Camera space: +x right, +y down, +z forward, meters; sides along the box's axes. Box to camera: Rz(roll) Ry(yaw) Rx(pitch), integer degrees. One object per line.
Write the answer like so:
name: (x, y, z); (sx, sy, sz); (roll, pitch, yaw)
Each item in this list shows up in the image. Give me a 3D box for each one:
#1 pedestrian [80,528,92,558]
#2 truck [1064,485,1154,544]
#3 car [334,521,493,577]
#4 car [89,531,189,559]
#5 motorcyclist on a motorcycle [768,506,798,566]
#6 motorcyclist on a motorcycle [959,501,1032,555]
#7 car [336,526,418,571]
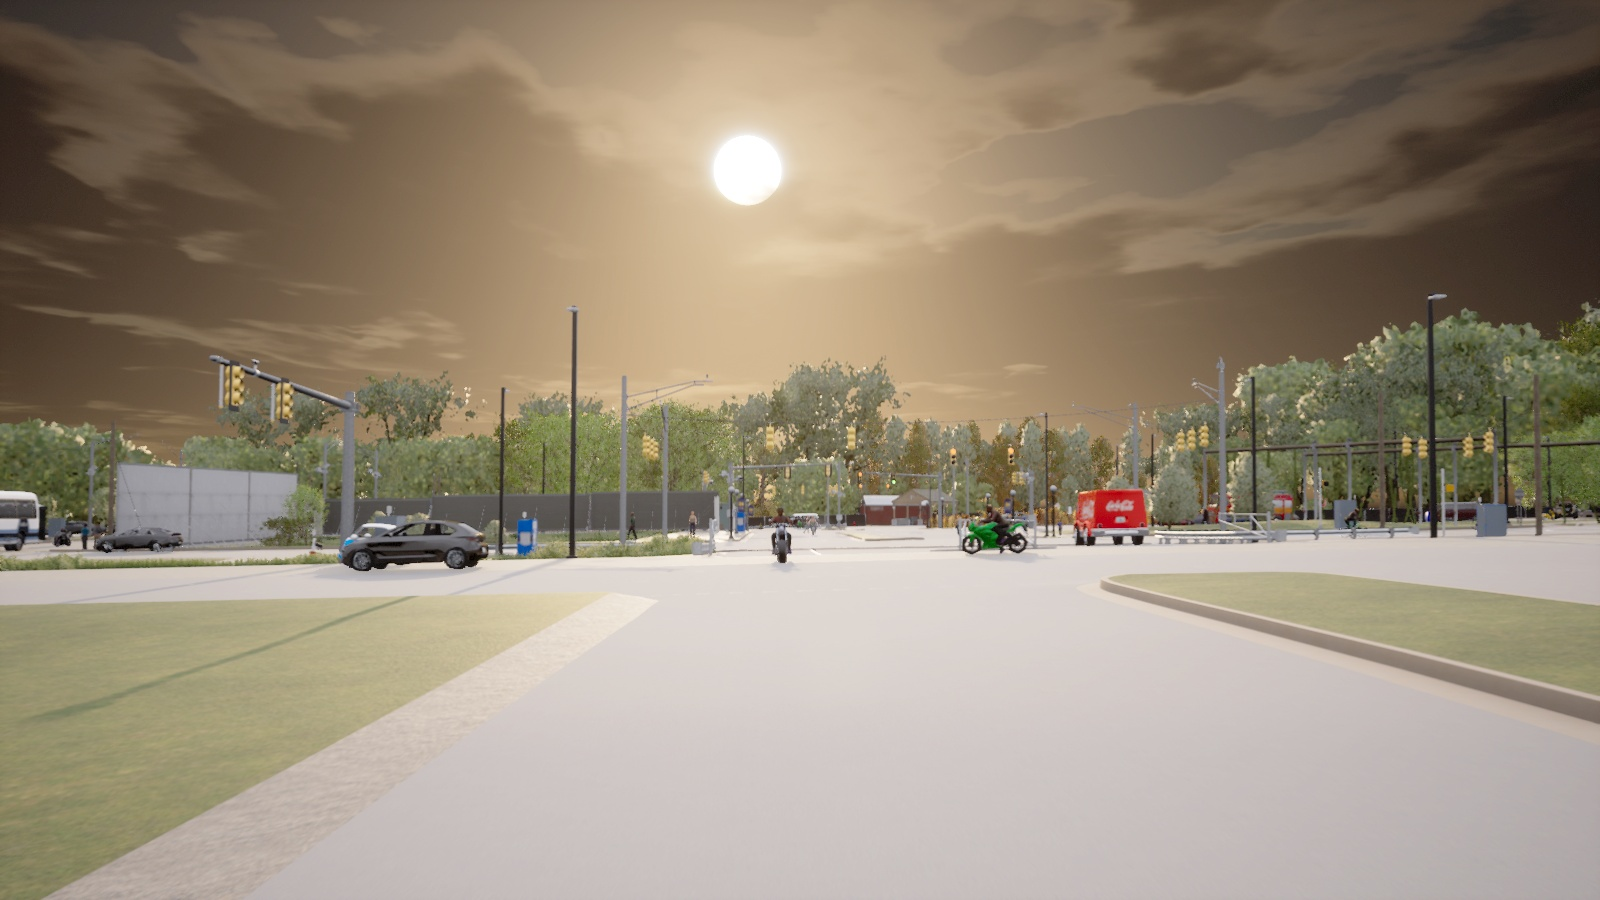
pedestrian: (-47.348, 6.151, 83.281); (0.396, 1.930, 0.692); (0, -2, -1)
truck: (13.929, 2.996, 56.947); (2.627, 2.467, 5.204); (-2, -4, -1)
car: (-11.536, 2.953, 37.697); (4.193, 1.474, 1.816); (-2, -2, -1)
car: (-39.621, 5.704, 75.370); (4.902, 1.511, 2.128); (-1, -2, -1)
motorcyclist on a motorcycle: (-0.504, 2.474, 36.436); (0.766, 1.649, 2.350); (-2, -2, -2)
motorcyclist on a motorcycle: (5.905, 2.354, 38.004); (2.044, 1.523, 0.797); (-2, -2, -1)
car: (-13.838, 3.212, 41.153); (2.207, 1.376, 1.481); (-1, -2, -1)
